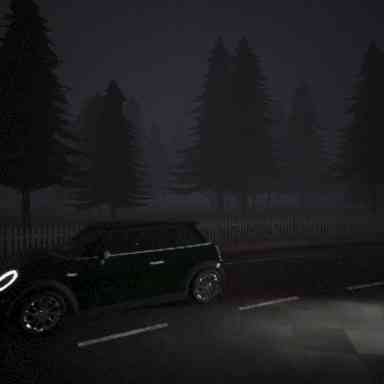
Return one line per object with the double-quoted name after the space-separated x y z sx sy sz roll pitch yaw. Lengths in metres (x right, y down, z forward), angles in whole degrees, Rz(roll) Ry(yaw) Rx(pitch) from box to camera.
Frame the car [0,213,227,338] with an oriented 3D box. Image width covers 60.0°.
-1.608 1.352 6.673 4.553 1.767 2.097 0 0 -30 "car"
